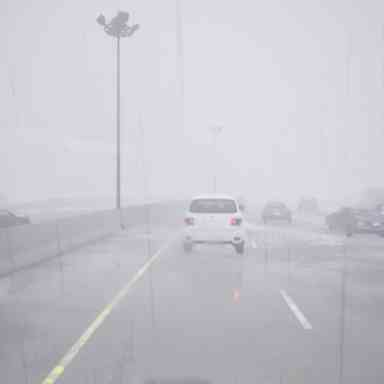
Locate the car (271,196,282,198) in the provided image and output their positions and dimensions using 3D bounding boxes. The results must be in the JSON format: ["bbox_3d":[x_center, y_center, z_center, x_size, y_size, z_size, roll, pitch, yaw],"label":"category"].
[{"bbox_3d":[10.652,1.246,41.976,1.812,1.442,4.674,0,0,18],"label":"car"}]

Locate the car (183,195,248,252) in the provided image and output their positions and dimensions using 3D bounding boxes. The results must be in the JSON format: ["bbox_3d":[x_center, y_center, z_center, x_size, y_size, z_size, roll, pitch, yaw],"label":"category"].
[{"bbox_3d":[0.951,1.125,13.562,2.150,2.045,5.566,0,0,6],"label":"car"}]

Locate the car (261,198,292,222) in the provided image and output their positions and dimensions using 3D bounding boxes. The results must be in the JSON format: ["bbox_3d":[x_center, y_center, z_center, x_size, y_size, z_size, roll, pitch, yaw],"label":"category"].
[{"bbox_3d":[6.113,1.401,24.382,1.994,1.385,4.181,0,0,10],"label":"car"}]

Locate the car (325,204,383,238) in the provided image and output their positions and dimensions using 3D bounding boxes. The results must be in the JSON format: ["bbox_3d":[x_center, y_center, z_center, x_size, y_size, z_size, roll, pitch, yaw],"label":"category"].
[{"bbox_3d":[8.395,1.442,17.049,2.033,1.411,5.357,0,0,8],"label":"car"}]

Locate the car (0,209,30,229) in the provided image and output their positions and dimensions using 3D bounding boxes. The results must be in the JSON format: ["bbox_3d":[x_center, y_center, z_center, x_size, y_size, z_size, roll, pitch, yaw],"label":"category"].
[{"bbox_3d":[-9.605,1.471,15.180,1.895,1.301,4.718,0,0,6],"label":"car"}]

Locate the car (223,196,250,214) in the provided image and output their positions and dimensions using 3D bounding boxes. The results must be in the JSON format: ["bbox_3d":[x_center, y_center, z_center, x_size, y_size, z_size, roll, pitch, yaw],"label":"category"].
[{"bbox_3d":[4.503,1.261,33.332,2.128,1.511,4.902,0,0,14],"label":"car"}]

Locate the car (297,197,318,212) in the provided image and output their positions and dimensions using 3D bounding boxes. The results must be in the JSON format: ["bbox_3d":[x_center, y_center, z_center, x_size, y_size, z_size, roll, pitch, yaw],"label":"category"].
[{"bbox_3d":[12.345,1.261,35.591,2.128,1.511,4.902,0,0,16],"label":"car"}]
